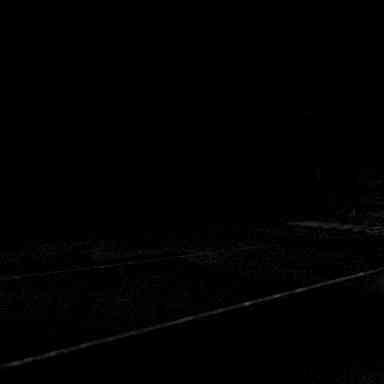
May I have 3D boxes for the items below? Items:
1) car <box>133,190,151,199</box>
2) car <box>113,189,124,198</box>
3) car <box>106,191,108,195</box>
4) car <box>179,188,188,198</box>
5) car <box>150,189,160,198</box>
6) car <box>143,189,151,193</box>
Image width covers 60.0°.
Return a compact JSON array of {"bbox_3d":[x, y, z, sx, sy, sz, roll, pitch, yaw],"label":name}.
[{"bbox_3d":[-10.863,0.451,73.072,2.185,1.767,4.553,-1,2,17],"label":"car"},{"bbox_3d":[-15.592,0.307,76.639,2.435,2.045,5.566,0,2,18],"label":"car"},{"bbox_3d":[-20.263,0.496,80.346,2.097,1.535,5.008,0,2,18],"label":"car"},{"bbox_3d":[-1.363,0.242,65.928,2.435,2.045,5.566,-2,1,16],"label":"car"},{"bbox_3d":[-6.169,0.557,69.271,1.946,1.575,5.366,-1,2,17],"label":"car"},{"bbox_3d":[-8.504,0.319,71.268,2.435,2.045,5.566,-1,1,17],"label":"car"}]
